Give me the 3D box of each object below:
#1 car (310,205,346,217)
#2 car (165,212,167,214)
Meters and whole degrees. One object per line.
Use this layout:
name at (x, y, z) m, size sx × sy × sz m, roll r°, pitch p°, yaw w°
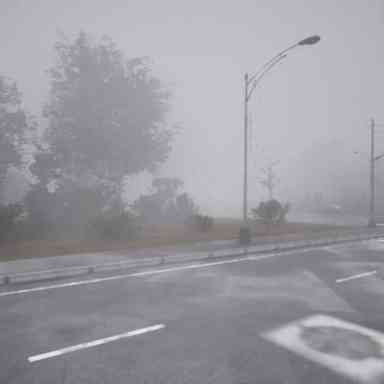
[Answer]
car at (17.295, 2.346, 42.454) m, size 1.812 × 1.442 × 4.674 m, roll 1°, pitch -3°, yaw -32°
car at (-3.268, 3.680, 61.926) m, size 2.033 × 1.411 × 5.357 m, roll 1°, pitch -3°, yaw -32°
